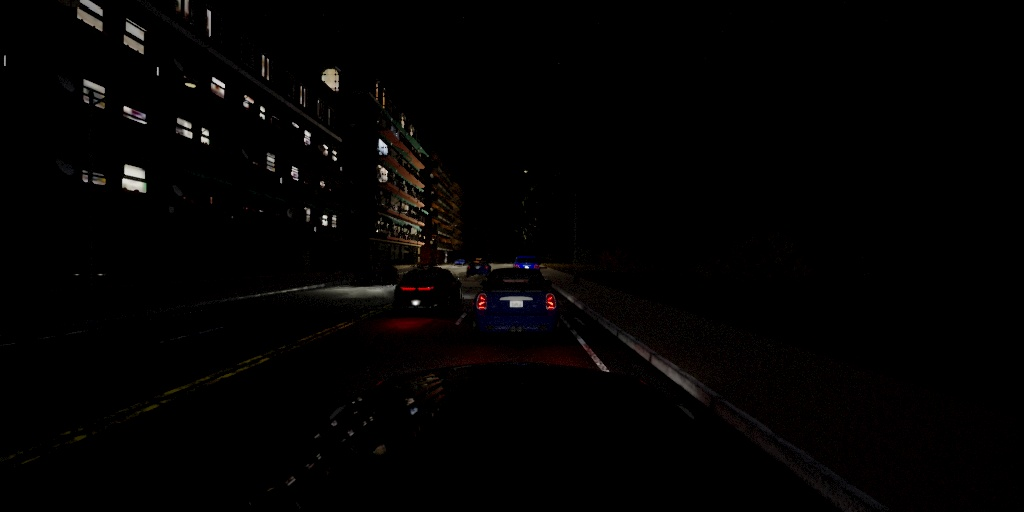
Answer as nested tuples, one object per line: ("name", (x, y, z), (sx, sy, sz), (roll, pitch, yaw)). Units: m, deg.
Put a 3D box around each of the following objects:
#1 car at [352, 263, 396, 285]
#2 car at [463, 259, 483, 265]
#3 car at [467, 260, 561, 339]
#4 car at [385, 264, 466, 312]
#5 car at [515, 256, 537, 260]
("car", (-9.841, 1.232, 26.109), (1.882, 1.535, 5.008), (0, 0, 0))
("car", (-3.134, 1.106, 34.842), (2.097, 1.767, 4.553), (0, 0, 0))
("car", (0.102, 1.104, 10.226), (2.097, 1.767, 4.553), (0, 0, 0))
("car", (-3.146, 1.258, 14.146), (1.837, 1.490, 4.892), (0, 0, 0))
("car", (1.149, 0.980, 30.179), (2.150, 2.045, 5.566), (0, 0, 0))
